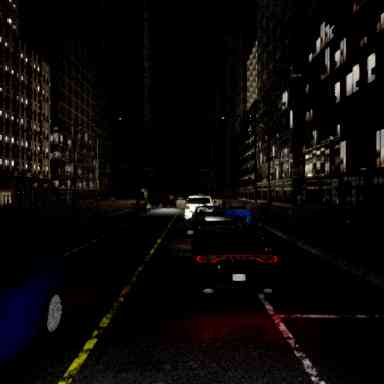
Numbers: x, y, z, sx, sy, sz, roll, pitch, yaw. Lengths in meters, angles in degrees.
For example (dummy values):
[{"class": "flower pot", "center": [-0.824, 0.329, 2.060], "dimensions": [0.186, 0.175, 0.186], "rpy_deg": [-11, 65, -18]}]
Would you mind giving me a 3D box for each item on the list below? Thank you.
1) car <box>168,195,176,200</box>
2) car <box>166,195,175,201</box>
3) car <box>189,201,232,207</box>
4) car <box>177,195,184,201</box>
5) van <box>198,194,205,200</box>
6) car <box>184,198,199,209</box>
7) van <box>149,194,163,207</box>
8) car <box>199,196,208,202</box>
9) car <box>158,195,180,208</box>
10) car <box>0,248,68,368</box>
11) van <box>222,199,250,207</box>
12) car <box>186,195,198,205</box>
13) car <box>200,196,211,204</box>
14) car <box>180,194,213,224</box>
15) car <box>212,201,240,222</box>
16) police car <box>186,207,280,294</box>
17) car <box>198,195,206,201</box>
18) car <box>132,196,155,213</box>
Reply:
[{"class": "car", "center": [-5.738, 1.578, 94.769], "dimensions": [1.947, 1.339, 4.313], "rpy_deg": [0, 0, 0]}, {"class": "car", "center": [-5.735, 1.556, 89.101], "dimensions": [1.887, 1.381, 4.507], "rpy_deg": [0, 0, 0]}, {"class": "car", "center": [0.891, 1.479, 18.821], "dimensions": [1.882, 1.535, 5.008], "rpy_deg": [0, 0, 0]}, {"class": "car", "center": [-3.043, 1.489, 88.371], "dimensions": [1.882, 1.535, 5.008], "rpy_deg": [0, 0, 0]}, {"class": "van", "center": [2.643, 1.353, 94.771], "dimensions": [1.690, 1.788, 3.998], "rpy_deg": [0, 0, 0]}, {"class": "car", "center": [-0.004, 1.568, 46.216], "dimensions": [1.994, 1.385, 4.181], "rpy_deg": [0, 0, 0]}, {"class": "van", "center": [-5.716, 1.346, 49.425], "dimensions": [1.690, 1.788, 3.998], "rpy_deg": [0, 0, 0]}, {"class": "car", "center": [2.651, 1.554, 77.768], "dimensions": [1.887, 1.381, 4.507], "rpy_deg": [0, 0, 0]}, {"class": "car", "center": [-3.120, 1.496, 46.847], "dimensions": [2.128, 1.511, 4.902], "rpy_deg": [0, 0, 0]}, {"class": "car", "center": [-3.102, 1.477, 3.804], "dimensions": [1.882, 1.535, 5.008], "rpy_deg": [0, 0, 0]}, {"class": "van", "center": [2.678, 1.342, 21.088], "dimensions": [1.690, 1.788, 3.998], "rpy_deg": [0, 0, 0]}, {"class": "car", "center": [-0.029, 1.358, 60.147], "dimensions": [2.097, 1.767, 4.553], "rpy_deg": [0, 0, 0]}, {"class": "car", "center": [2.657, 1.558, 66.432], "dimensions": [2.008, 1.369, 4.403], "rpy_deg": [0, 0, 0]}, {"class": "car", "center": [0.648, 1.224, 24.929], "dimensions": [2.150, 2.045, 5.566], "rpy_deg": [0, 0, 4]}, {"class": "car", "center": [2.676, 1.527, 26.926], "dimensions": [1.752, 1.417, 4.829], "rpy_deg": [0, 0, 0]}, {"class": "police car", "center": [0.896, 1.425, 8.930], "dimensions": [1.930, 1.638, 5.238], "rpy_deg": [0, 0, 0]}, {"class": "car", "center": [2.645, 1.556, 89.104], "dimensions": [1.887, 1.381, 4.507], "rpy_deg": [0, 0, 0]}, {"class": "car", "center": [-5.710, 1.528, 37.919], "dimensions": [1.752, 1.417, 4.829], "rpy_deg": [0, 0, 0]}]
